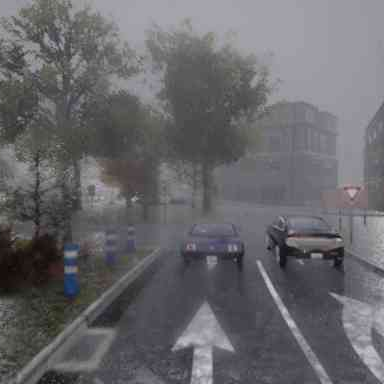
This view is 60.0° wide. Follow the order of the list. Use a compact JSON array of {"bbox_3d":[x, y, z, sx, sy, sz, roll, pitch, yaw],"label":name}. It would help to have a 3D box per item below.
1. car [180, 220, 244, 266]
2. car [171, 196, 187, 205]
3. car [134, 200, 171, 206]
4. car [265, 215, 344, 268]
[{"bbox_3d":[0.815,1.639,11.795,1.895,1.301,4.718,0,0,6],"label":"car"},{"bbox_3d":[-3.114,1.284,48.946,4.718,1.301,1.895,0,1,35],"label":"car"},{"bbox_3d":[-5.994,1.241,47.496,5.357,1.411,2.033,1,1,41],"label":"car"},{"bbox_3d":[3.676,1.532,11.510,2.128,1.511,4.902,0,0,6],"label":"car"}]
